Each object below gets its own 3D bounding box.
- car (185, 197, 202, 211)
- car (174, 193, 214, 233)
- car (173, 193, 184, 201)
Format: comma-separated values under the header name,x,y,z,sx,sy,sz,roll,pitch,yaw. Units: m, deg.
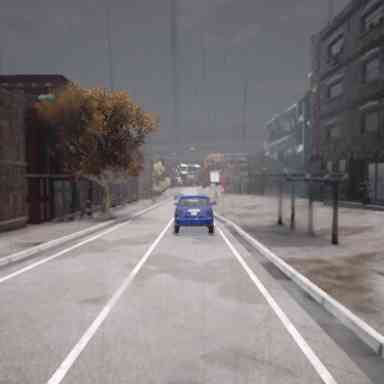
name,x,y,z,sx,sy,sz,roll,pitch,yaw
car,0.165,1.358,38.332,1.812,1.442,4.674,0,1,0
car,0.114,1.200,19.852,2.150,2.045,5.566,0,0,0
car,-2.738,0.928,68.241,1.837,1.490,4.892,0,1,1
